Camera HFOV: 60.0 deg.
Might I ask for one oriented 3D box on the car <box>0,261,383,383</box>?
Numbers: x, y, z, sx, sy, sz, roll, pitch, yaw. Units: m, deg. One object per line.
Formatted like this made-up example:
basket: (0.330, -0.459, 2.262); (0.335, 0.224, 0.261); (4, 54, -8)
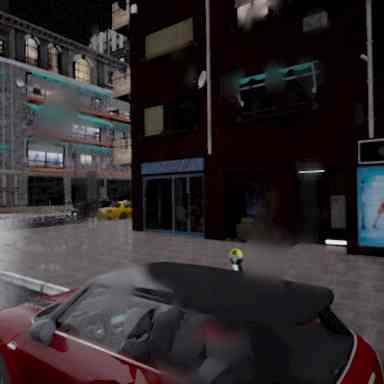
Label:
car: (-0.441, 1.440, 3.267); (4.097, 1.590, 1.967); (0, -1, 36)

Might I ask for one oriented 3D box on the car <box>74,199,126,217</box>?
car: (-8.142, 1.402, 29.726); (1.994, 1.385, 4.181); (-1, 0, 36)

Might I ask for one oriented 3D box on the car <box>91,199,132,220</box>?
car: (-4.700, 1.280, 24.625); (1.752, 1.417, 4.829); (-1, 0, 36)

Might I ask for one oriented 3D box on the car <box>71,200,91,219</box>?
car: (-6.984, 1.308, 25.877); (1.837, 1.490, 4.892); (-1, 0, 36)
